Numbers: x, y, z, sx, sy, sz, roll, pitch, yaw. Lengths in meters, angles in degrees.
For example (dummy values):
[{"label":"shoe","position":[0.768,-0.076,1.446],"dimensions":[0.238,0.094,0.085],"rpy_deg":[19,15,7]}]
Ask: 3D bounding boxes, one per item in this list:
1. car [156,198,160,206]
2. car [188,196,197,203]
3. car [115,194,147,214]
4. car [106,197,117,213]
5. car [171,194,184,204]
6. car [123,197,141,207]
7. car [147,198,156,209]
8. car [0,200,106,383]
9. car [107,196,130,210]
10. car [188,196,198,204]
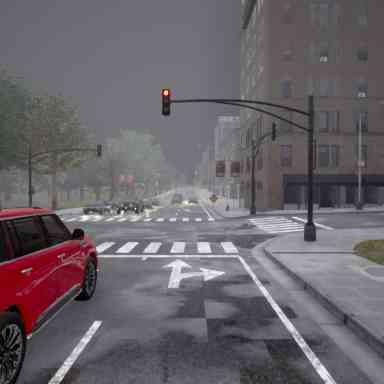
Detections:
[{"label":"car","position":[-6.489,1.648,55.447],"dimensions":[1.994,1.385,4.181],"rpy_deg":[0,0,1]},{"label":"car","position":[0.116,1.622,75.306],"dimensions":[1.837,1.490,4.892],"rpy_deg":[0,0,0]},{"label":"car","position":[-6.547,1.252,35.828],"dimensions":[2.150,2.045,5.566],"rpy_deg":[0,0,0]},{"label":"car","position":[-9.799,1.575,34.943],"dimensions":[2.033,1.411,5.357],"rpy_deg":[0,0,0]},{"label":"car","position":[-3.051,1.655,64.622],"dimensions":[2.033,1.411,5.357],"rpy_deg":[0,0,0]},{"label":"car","position":[-9.755,1.573,54.691],"dimensions":[2.128,1.511,4.902],"rpy_deg":[0,0,0]},{"label":"car","position":[-6.532,1.580,45.583],"dimensions":[1.812,1.442,4.674],"rpy_deg":[0,0,0]},{"label":"car","position":[-3.119,1.220,5.166],"dimensions":[2.150,2.045,5.566],"rpy_deg":[0,0,-2]},{"label":"car","position":[-9.781,1.403,44.475],"dimensions":[2.097,1.767,4.553],"rpy_deg":[0,0,0]},{"label":"car","position":[0.201,1.656,65.033],"dimensions":[2.033,1.411,5.357],"rpy_deg":[0,0,0]}]
